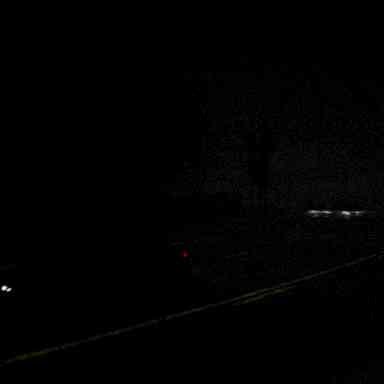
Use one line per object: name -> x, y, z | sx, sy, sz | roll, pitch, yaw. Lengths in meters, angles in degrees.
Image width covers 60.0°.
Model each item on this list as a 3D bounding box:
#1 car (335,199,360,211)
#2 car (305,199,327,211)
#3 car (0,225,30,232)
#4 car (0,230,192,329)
car -> 20.587, 1.687, 44.236 | 1.882, 1.535, 5.008 | -1, -1, 6
car -> 17.306, 1.774, 46.654 | 1.882, 1.535, 5.008 | -1, -1, 3
car -> -5.490, 1.592, 8.842 | 4.181, 1.385, 1.994 | 0, 0, -37
car -> -2.050, 1.583, 7.063 | 4.181, 1.385, 1.994 | 0, 0, -38
